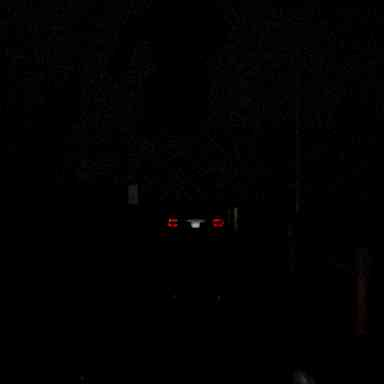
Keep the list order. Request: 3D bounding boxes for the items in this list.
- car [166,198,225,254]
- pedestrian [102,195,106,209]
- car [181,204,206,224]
[{"bbox_3d":[0.113,1.282,13.964,2.150,2.045,5.566,0,-1,0],"label":"car"},{"bbox_3d":[-12.168,1.360,45.926,0.375,1.860,0.375,0,-2,0],"label":"pedestrian"},{"bbox_3d":[0.074,1.734,27.148,1.895,1.301,4.718,0,0,-1],"label":"car"}]
